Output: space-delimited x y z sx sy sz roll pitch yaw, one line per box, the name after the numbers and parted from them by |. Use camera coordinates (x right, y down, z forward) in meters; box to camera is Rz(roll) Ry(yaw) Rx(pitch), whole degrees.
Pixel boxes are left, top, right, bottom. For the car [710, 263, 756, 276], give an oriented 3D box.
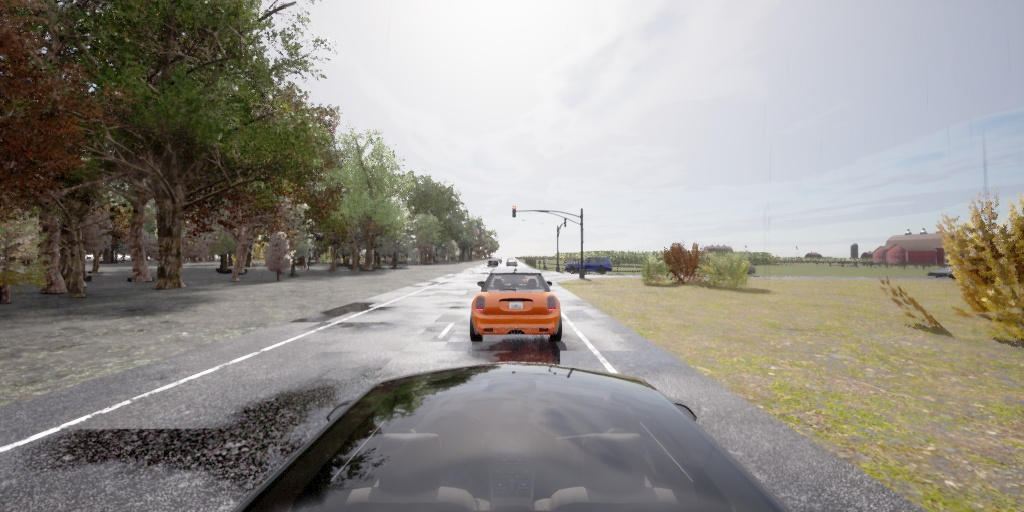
25.317 1.575 41.290 4.902 1.511 2.128 1 -1 0 | car

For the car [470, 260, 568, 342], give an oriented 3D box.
0.083 1.104 9.954 2.097 1.767 4.553 0 0 0 | car

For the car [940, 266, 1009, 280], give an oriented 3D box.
48.898 1.772 37.610 4.902 1.511 2.128 1 -1 1 | car

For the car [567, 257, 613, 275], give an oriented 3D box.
8.978 1.141 42.192 5.566 2.045 2.150 0 -1 13 | car
